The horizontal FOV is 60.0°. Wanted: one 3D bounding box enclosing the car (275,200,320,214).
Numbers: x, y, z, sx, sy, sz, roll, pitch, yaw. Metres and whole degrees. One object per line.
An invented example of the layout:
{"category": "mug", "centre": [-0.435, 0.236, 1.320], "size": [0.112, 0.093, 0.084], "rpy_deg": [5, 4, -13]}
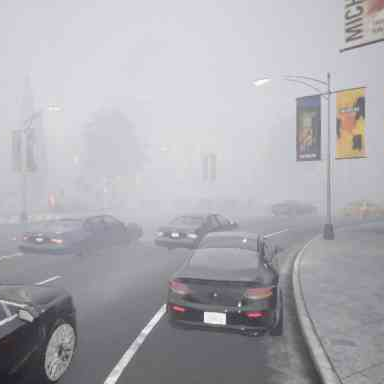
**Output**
{"category": "car", "centre": [11.303, 1.603, 35.565], "size": [4.718, 1.301, 1.895], "rpy_deg": [0, 0, -30]}

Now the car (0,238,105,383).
{"category": "car", "centre": [-2.541, 1.492, 2.527], "size": [2.128, 1.511, 4.902], "rpy_deg": [0, 0, 4]}

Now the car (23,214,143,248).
{"category": "car", "centre": [-3.892, 1.546, 12.782], "size": [2.033, 1.411, 5.357], "rpy_deg": [0, 0, 21]}

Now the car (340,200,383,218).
{"category": "car", "centre": [15.602, 1.460, 29.868], "size": [5.366, 1.575, 1.801], "rpy_deg": [0, 0, -31]}

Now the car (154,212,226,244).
{"category": "car", "centre": [0.455, 1.547, 13.899], "size": [2.033, 1.411, 5.357], "rpy_deg": [0, 0, 24]}

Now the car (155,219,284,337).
{"category": "car", "centre": [0.836, 1.525, 6.696], "size": [1.812, 1.442, 4.674], "rpy_deg": [0, 0, 13]}

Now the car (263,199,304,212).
{"category": "car", "centre": [10.808, 1.548, 39.321], "size": [4.674, 1.442, 1.812], "rpy_deg": [0, 0, -29]}

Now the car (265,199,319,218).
{"category": "car", "centre": [9.219, 1.493, 29.761], "size": [4.902, 1.511, 2.128], "rpy_deg": [0, 0, -37]}
